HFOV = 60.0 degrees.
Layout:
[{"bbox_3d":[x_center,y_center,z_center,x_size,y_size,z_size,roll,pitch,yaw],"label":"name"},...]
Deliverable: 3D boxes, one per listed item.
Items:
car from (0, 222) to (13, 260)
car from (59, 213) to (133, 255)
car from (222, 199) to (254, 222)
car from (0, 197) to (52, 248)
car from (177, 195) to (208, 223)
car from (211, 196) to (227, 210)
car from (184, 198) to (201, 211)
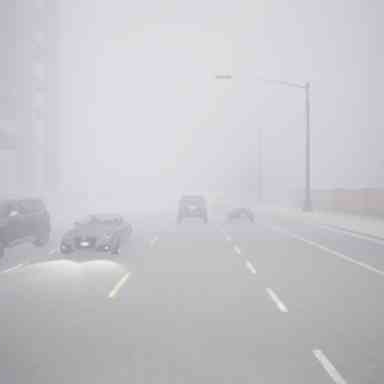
[{"bbox_3d":[-3.596,1.349,2.391,2.097,1.767,4.553,0,0,0],"label":"car"},{"bbox_3d":[-3.584,1.553,13.127,1.994,1.385,4.181,0,0,0],"label":"car"},{"bbox_3d":[3.605,1.502,25.727,1.812,1.442,4.674,0,0,0],"label":"car"},{"bbox_3d":[-7.085,1.211,12.025,2.150,2.045,5.566,0,0,0],"label":"car"},{"bbox_3d":[0.052,1.200,25.331,2.150,2.045,5.566,0,0,1],"label":"car"},{"bbox_3d":[3.583,1.315,41.930,2.097,1.767,4.553,0,0,0],"label":"car"},{"bbox_3d":[0.084,1.526,41.882,1.994,1.385,4.181,0,0,0],"label":"car"}]
